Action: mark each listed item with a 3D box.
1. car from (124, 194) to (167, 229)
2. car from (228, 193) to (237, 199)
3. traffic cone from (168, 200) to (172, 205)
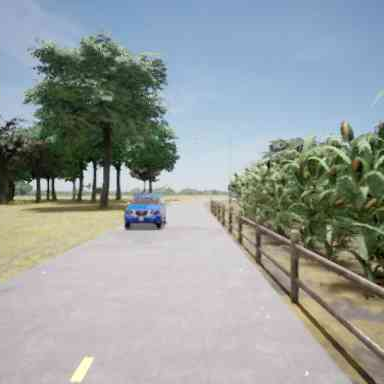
[{"bbox_3d":[-2.860,1.163,21.459,2.150,2.045,5.566,0,0,0],"label":"car"},{"bbox_3d":[12.374,1.123,94.382,2.033,1.411,5.357,0,0,38],"label":"car"},{"bbox_3d":[-3.875,1.798,54.603,0.340,0.580,0.340,0,0,0],"label":"traffic cone"}]
